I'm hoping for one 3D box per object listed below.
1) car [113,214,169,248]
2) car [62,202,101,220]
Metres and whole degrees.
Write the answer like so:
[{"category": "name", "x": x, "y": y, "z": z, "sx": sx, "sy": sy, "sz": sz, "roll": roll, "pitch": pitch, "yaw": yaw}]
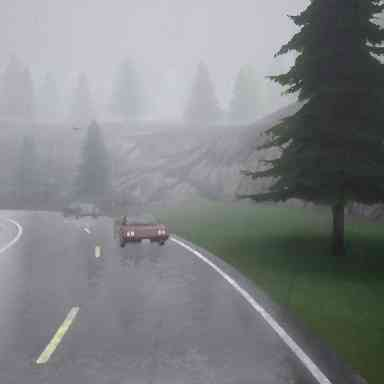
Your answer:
[{"category": "car", "x": -2.474, "y": 1.616, "z": 14.974, "sx": 1.895, "sy": 1.301, "sz": 4.718, "roll": 0, "pitch": 0, "yaw": -18}, {"category": "car", "x": -9.608, "y": 1.563, "z": 28.694, "sx": 2.033, "sy": 1.411, "sz": 5.357, "roll": 0, "pitch": 0, "yaw": -37}]
